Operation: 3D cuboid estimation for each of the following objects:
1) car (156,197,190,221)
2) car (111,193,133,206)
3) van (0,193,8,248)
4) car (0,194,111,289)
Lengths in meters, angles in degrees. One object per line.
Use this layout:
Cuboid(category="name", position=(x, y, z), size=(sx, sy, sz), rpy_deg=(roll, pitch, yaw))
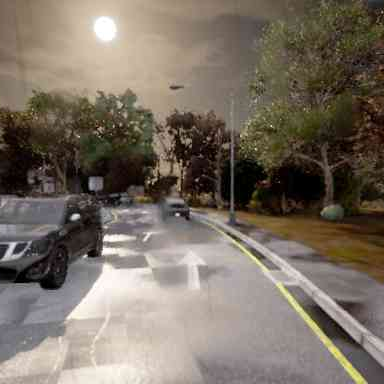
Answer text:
Cuboid(category="car", position=(-1.372, 1.139, 23.518), size=(1.837, 1.490, 4.892), rpy_deg=(0, 1, -11))
Cuboid(category="car", position=(-8.790, 0.829, 39.696), size=(2.128, 1.511, 4.902), rpy_deg=(0, 1, -39))
Cuboid(category="van", position=(-9.456, 1.088, 12.251), size=(4.442, 1.987, 1.878), rpy_deg=(-1, 1, -21))
Cuboid(category="car", position=(-4.037, 1.104, 9.174), size=(2.150, 2.045, 5.566), rpy_deg=(0, 1, -1))
